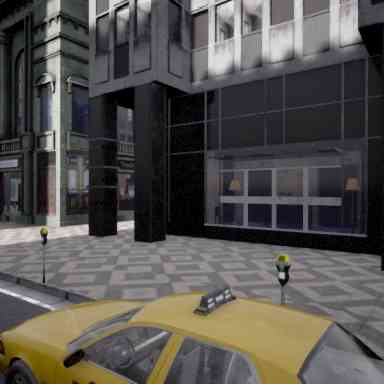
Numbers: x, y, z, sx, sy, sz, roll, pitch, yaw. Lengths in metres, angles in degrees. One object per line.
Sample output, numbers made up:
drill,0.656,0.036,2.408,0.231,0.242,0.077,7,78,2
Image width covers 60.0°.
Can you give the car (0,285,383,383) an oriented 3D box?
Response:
car,-0.010,1.525,2.972,4.829,1.417,1.752,0,0,36
